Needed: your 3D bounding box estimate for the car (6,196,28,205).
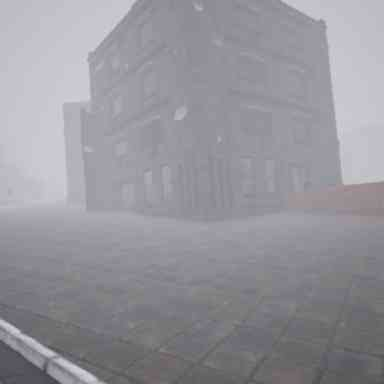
[{"bbox_3d":[-29.854,1.445,56.804,1.895,1.301,4.718,-4,3,-5],"label":"car"}]
